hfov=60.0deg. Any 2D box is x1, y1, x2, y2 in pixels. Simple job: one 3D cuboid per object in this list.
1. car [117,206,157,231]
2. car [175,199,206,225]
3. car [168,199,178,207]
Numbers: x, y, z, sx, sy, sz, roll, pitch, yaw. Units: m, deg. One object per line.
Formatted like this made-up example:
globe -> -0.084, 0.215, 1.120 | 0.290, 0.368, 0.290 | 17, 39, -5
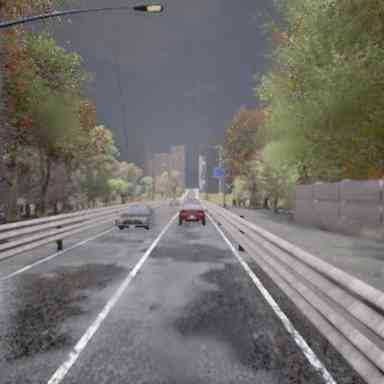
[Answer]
car -> -3.349, 1.576, 21.258 | 2.033, 1.411, 5.357 | 0, 0, 0
car -> 0.023, 1.527, 24.715 | 1.882, 1.535, 5.008 | 0, 0, 0
car -> -3.278, 2.087, 62.677 | 1.837, 1.490, 4.892 | 0, -1, 1
